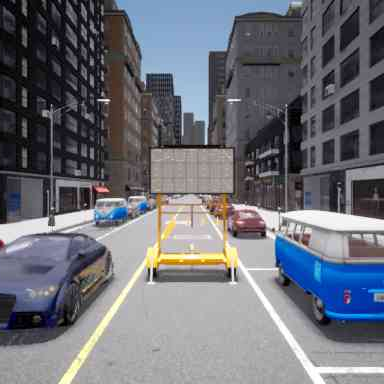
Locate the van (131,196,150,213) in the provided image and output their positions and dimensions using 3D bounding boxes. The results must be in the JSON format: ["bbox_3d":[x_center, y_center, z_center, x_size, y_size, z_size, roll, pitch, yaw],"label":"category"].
[{"bbox_3d":[-5.661,1.348,34.340,1.690,1.788,3.998,0,0,0],"label":"van"}]

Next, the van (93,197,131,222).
[{"bbox_3d":[-5.664,1.345,23.339,1.690,1.788,3.998,0,0,0],"label":"van"}]

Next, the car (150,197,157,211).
[{"bbox_3d":[-5.660,1.575,39.842,1.947,1.339,4.313,0,0,0],"label":"car"}]

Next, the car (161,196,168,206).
[{"bbox_3d":[-5.656,1.583,56.346,1.947,1.339,4.313,0,0,0],"label":"car"}]

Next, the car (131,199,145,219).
[{"bbox_3d":[-5.662,1.556,28.839,2.008,1.369,4.403,0,0,0],"label":"car"}]

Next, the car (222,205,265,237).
[{"bbox_3d":[2.861,1.584,17.834,1.802,1.307,4.206,0,0,0],"label":"car"}]

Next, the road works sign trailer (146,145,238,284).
[{"bbox_3d":[0.003,0.466,9.511,2.380,3.560,2.880,0,0,0],"label":"road works sign trailer"}]

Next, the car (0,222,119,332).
[{"bbox_3d":[-2.998,1.565,6.883,1.994,1.385,4.181,0,0,0],"label":"car"}]

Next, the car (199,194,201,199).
[{"bbox_3d":[2.872,1.590,67.346,1.947,1.339,4.313,0,0,0],"label":"car"}]

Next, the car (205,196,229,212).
[{"bbox_3d":[2.864,1.322,34.338,2.192,1.841,5.009,0,0,0],"label":"car"}]

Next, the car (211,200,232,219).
[{"bbox_3d":[2.864,1.587,28.836,1.802,1.307,4.206,0,0,0],"label":"car"}]

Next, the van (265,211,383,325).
[{"bbox_3d":[2.858,1.342,6.832,1.690,1.788,3.998,0,0,0],"label":"van"}]

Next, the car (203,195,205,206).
[{"bbox_3d":[2.867,1.451,45.341,1.967,1.590,4.097,0,0,0],"label":"car"}]

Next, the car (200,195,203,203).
[{"bbox_3d":[2.869,1.568,56.344,2.008,1.369,4.403,0,0,0],"label":"car"}]
